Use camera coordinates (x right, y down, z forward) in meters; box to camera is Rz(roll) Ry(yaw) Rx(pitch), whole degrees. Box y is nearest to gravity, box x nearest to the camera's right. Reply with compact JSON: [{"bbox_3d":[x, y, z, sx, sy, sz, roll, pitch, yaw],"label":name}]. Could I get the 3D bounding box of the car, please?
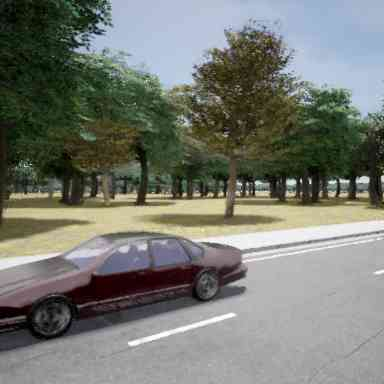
[{"bbox_3d":[-1.276,1.547,6.727,5.357,1.411,2.033,0,0,-35],"label":"car"}]
